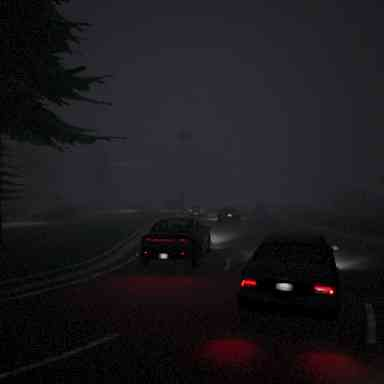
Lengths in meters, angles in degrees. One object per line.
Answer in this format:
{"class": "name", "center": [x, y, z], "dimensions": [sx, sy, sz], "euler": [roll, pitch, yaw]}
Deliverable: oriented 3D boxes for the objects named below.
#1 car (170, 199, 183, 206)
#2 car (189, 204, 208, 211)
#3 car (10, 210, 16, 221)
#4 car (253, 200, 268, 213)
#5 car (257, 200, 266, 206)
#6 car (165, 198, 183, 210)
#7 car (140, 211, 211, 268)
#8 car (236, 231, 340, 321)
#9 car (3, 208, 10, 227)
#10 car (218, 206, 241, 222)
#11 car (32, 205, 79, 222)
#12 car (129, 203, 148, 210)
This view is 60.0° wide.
{"class": "car", "center": [-3.442, 2.353, 74.155], "dimensions": [1.812, 1.442, 4.674], "euler": [-1, -1, 12]}
{"class": "car", "center": [0.778, 2.080, 37.645], "dimensions": [1.812, 1.442, 4.674], "euler": [-1, -1, 9]}
{"class": "car", "center": [-19.119, 2.133, 31.110], "dimensions": [1.882, 1.535, 5.008], "euler": [-1, -1, 28]}
{"class": "car", "center": [9.306, 2.130, 45.279], "dimensions": [2.033, 1.411, 5.357], "euler": [-1, -1, 12]}
{"class": "car", "center": [16.468, 2.556, 78.578], "dimensions": [1.994, 1.385, 4.181], "euler": [-1, -1, 12]}
{"class": "car", "center": [-3.051, 2.141, 59.860], "dimensions": [2.150, 2.045, 5.566], "euler": [-1, -1, 13]}
{"class": "car", "center": [-0.448, 1.681, 12.109], "dimensions": [2.128, 1.511, 4.902], "euler": [0, -1, 9]}
{"class": "car", "center": [2.404, 1.646, 7.848], "dimensions": [2.033, 1.411, 5.357], "euler": [-1, -1, 20]}
{"class": "car", "center": [-15.468, 2.064, 23.173], "dimensions": [1.994, 1.385, 4.181], "euler": [-1, -1, 28]}
{"class": "car", "center": [3.352, 1.986, 30.396], "dimensions": [1.994, 1.385, 4.181], "euler": [-1, -1, 4]}
{"class": "car", "center": [-13.806, 2.121, 33.906], "dimensions": [1.882, 1.535, 5.008], "euler": [-1, -1, 25]}
{"class": "car", "center": [-9.866, 2.611, 61.377], "dimensions": [1.895, 1.301, 4.718], "euler": [-1, -1, 13]}
